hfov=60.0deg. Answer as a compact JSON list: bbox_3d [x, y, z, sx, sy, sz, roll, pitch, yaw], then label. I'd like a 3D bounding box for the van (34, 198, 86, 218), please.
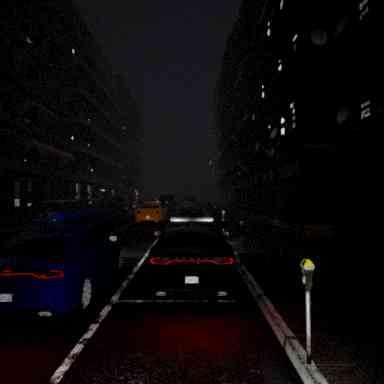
[{"bbox_3d":[-8.291,1.368,20.759,1.690,1.788,3.998,1,0,0],"label":"van"}]

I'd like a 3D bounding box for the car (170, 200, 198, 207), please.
[{"bbox_3d":[-0.411,1.577,26.222,1.887,1.381,4.507,1,0,0],"label":"car"}]

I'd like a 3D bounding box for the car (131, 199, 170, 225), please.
[{"bbox_3d":[-2.896,1.507,24.294,1.882,1.535,5.008,0,0,0],"label":"car"}]

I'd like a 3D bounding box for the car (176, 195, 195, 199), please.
[{"bbox_3d":[-0.391,1.497,37.284,1.967,1.590,4.097,1,0,0],"label":"car"}]

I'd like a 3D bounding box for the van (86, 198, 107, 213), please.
[{"bbox_3d":[-8.287,1.378,26.291,1.690,1.788,3.998,1,0,0],"label":"van"}]

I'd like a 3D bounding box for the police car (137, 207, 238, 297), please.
[{"bbox_3d":[-0.003,1.432,8.761,1.930,1.638,5.238,0,0,0],"label":"police car"}]

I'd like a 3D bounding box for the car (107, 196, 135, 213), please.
[{"bbox_3d":[-8.276,1.377,37.352,2.192,1.841,5.009,1,0,0],"label":"car"}]

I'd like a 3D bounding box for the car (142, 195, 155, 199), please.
[{"bbox_3d":[-5.727,1.574,46.740,1.882,1.535,5.008,0,0,0],"label":"car"}]

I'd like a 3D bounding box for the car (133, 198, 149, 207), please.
[{"bbox_3d":[-8.267,1.675,53.944,1.947,1.339,4.313,1,0,0],"label":"car"}]

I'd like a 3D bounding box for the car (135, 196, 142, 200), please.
[{"bbox_3d":[-8.271,1.392,42.882,2.192,1.841,5.009,1,0,0],"label":"car"}]

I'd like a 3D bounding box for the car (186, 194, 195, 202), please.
[{"bbox_3d":[-0.391,1.536,81.535,2.192,1.841,5.009,1,0,0],"label":"car"}]

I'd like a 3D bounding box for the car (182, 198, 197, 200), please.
[{"bbox_3d":[-0.406,1.588,31.752,1.887,1.381,4.507,1,0,0],"label":"car"}]

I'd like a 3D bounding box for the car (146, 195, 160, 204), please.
[{"bbox_3d":[-8.247,1.489,70.534,2.192,1.841,5.009,1,0,0],"label":"car"}]

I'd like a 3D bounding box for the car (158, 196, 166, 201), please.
[{"bbox_3d":[-8.233,1.868,92.658,1.802,1.307,4.206,1,0,0],"label":"car"}]

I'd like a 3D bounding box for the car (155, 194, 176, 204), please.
[{"bbox_3d":[-2.980,1.291,41.751,2.150,2.045,5.566,0,0,0],"label":"car"}]

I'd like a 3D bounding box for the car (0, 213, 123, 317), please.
[{"bbox_3d":[-2.912,1.485,7.645,1.882,1.535,5.008,0,0,0],"label":"car"}]

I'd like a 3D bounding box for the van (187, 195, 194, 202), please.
[{"bbox_3d":[-0.387,1.591,87.067,1.690,1.788,3.998,1,0,0],"label":"van"}]

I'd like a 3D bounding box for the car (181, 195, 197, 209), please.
[{"bbox_3d":[-0.420,1.402,48.346,2.192,1.841,5.009,1,0,0],"label":"car"}]

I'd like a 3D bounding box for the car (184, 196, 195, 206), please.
[{"bbox_3d":[-0.413,1.564,59.409,1.967,1.590,4.097,1,0,0],"label":"car"}]

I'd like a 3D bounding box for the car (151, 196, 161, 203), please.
[{"bbox_3d":[-8.247,1.744,76.065,1.887,1.381,4.507,1,0,0],"label":"car"}]
